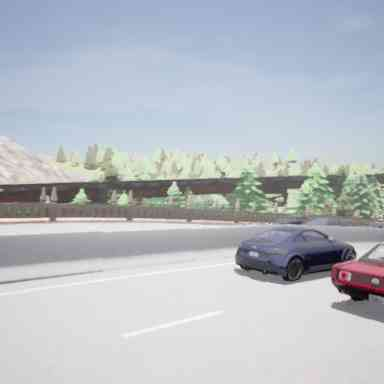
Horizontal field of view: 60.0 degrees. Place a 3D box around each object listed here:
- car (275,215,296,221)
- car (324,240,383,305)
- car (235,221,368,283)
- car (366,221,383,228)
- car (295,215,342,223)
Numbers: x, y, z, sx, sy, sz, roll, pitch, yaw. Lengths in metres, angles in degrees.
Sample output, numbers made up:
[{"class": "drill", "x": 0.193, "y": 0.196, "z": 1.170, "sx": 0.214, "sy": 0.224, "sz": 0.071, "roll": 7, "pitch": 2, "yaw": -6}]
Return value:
[{"class": "car", "x": 10.079, "y": 2.998, "z": 32.671, "sx": 4.892, "sy": 1.490, "sz": 1.837, "roll": 5, "pitch": -3, "yaw": -35}, {"class": "car", "x": 5.278, "y": 1.819, "z": 7.512, "sx": 4.718, "sy": 1.301, "sz": 1.895, "roll": 3, "pitch": -2, "yaw": -35}, {"class": "car", "x": 3.351, "y": 1.785, "z": 10.437, "sx": 4.181, "sy": 1.385, "sz": 1.994, "roll": 3, "pitch": -2, "yaw": -35}, {"class": "car", "x": 16.156, "y": 3.207, "z": 28.405, "sx": 4.674, "sy": 1.442, "sz": 1.812, "roll": 5, "pitch": -3, "yaw": -35}, {"class": "car", "x": 11.927, "y": 3.024, "z": 29.694, "sx": 5.357, "sy": 1.411, "sz": 2.033, "roll": 5, "pitch": -3, "yaw": -35}]
